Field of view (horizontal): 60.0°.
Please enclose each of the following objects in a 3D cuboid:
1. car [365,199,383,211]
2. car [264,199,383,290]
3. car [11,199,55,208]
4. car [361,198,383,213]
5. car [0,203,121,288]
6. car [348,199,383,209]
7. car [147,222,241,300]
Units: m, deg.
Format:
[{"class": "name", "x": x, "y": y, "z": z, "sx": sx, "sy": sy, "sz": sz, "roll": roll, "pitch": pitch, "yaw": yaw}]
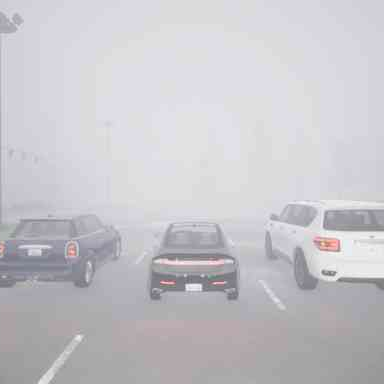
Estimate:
[{"class": "car", "x": 23.940, "y": 1.564, "z": 40.888, "sx": 4.181, "sy": 1.385, "sz": 1.994, "roll": 0, "pitch": 0, "yaw": 0}, {"class": "car", "x": 3.557, "y": 1.221, "z": 9.218, "sx": 2.150, "sy": 2.045, "sz": 5.566, "roll": 0, "pitch": 0, "yaw": 0}, {"class": "car", "x": -18.119, "y": 1.525, "z": 38.163, "sx": 4.674, "sy": 1.442, "sz": 1.812, "roll": 0, "pitch": 0, "yaw": -14}, {"class": "car", "x": 21.910, "y": 1.477, "z": 37.344, "sx": 5.008, "sy": 1.535, "sz": 1.882, "roll": 0, "pitch": 0, "yaw": -1}, {"class": "car", "x": -3.439, "y": 1.352, "z": 9.443, "sx": 2.097, "sy": 1.767, "sz": 4.553, "roll": 0, "pitch": 0, "yaw": 0}, {"class": "car", "x": 23.594, "y": 1.601, "z": 44.384, "sx": 4.718, "sy": 1.301, "sz": 1.895, "roll": 0, "pitch": 0, "yaw": 0}, {"class": "car", "x": 0.054, "y": 1.491, "z": 8.362, "sx": 2.128, "sy": 1.511, "sz": 4.902, "roll": 0, "pitch": 0, "yaw": 1}]
